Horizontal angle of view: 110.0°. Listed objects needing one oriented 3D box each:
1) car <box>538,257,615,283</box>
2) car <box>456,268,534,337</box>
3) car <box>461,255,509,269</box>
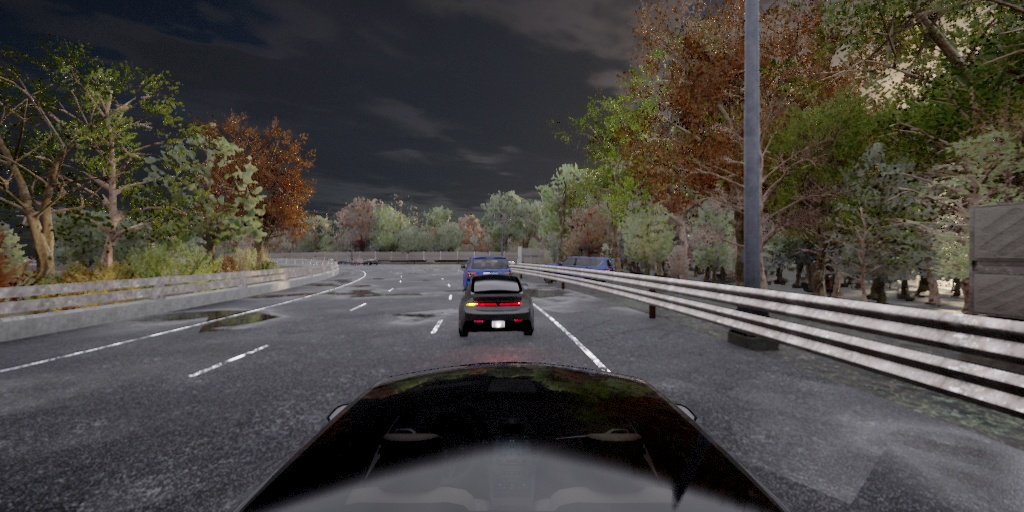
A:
[{"bbox_3d":[4.704,1.039,26.260,5.566,2.045,2.150,3,1,23],"label":"car"},{"bbox_3d":[-0.530,1.269,10.361,1.837,1.490,4.892,0,0,-5],"label":"car"},{"bbox_3d":[-1.315,0.997,17.840,2.150,2.045,5.566,0,0,-9],"label":"car"}]
